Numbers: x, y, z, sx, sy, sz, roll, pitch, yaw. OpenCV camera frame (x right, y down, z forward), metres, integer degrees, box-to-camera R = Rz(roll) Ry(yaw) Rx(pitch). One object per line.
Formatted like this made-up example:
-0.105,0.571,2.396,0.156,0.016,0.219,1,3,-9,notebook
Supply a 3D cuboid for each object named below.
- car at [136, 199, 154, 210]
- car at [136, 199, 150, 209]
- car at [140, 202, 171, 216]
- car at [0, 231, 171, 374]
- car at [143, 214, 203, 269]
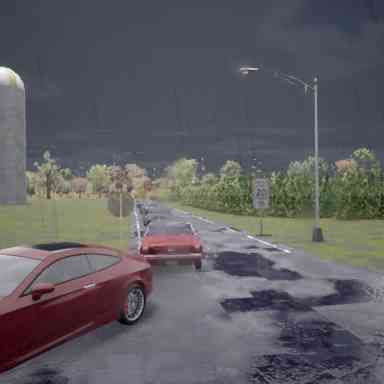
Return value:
-4.974,1.666,37.581,2.128,1.511,4.902,-1,0,-11,car
-7.709,1.802,52.069,1.994,1.385,4.181,-1,0,-11,car
-2.478,1.676,23.688,1.994,1.385,4.181,-1,0,-10,car
-2.392,1.557,5.059,1.812,1.442,4.674,0,-1,29,car
-0.742,1.665,11.376,1.895,1.301,4.718,-1,0,-5,car
